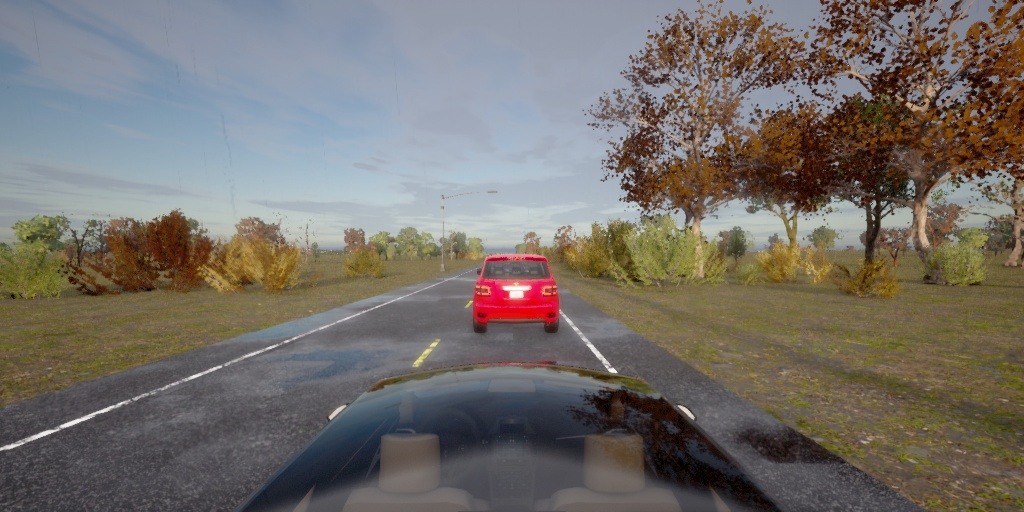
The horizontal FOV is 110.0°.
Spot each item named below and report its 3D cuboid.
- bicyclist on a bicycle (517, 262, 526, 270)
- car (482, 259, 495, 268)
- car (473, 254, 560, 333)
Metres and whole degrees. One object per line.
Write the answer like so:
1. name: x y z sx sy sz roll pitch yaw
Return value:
1. bicyclist on a bicycle: 0.877 1.110 30.021 0.659 1.776 1.843 0 0 0
2. car: -3.947 1.258 61.110 1.812 1.442 4.674 0 0 0
3. car: 0.084 0.968 10.842 2.150 2.045 5.566 0 0 -1
